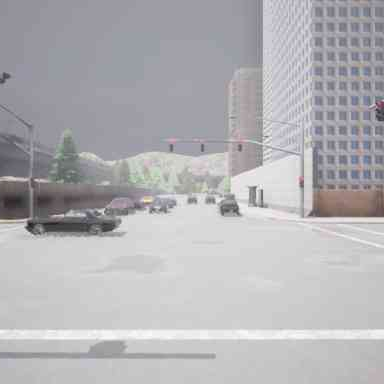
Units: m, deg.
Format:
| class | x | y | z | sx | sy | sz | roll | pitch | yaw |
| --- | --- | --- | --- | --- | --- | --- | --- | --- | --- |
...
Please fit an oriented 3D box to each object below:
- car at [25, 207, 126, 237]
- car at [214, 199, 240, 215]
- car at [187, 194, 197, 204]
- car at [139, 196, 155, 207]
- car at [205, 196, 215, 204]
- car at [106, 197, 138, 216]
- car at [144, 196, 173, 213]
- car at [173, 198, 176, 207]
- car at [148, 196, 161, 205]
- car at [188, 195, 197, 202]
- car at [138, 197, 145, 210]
| class | x | y | z | sx | sy | sz | roll | pitch | yaw |
| --- | --- | --- | --- | --- | --- | --- | --- | --- | --- |
| car | -6.210 | 1.624 | 17.680 | 4.718 | 1.301 | 1.895 | 0 | 0 | 0 |
| car | 3.652 | 1.504 | 33.575 | 1.837 | 1.490 | 4.892 | 0 | 0 | -1 |
| car | 0.068 | 1.478 | 64.285 | 1.882 | 1.535 | 5.008 | 0 | 0 | 0 |
| car | -7.032 | 1.478 | 52.218 | 1.882 | 1.535 | 5.008 | 0 | 0 | 0 |
| car | 3.568 | 1.505 | 64.281 | 1.837 | 1.490 | 4.892 | 0 | 0 | 0 |
| car | -7.059 | 1.352 | 32.911 | 2.097 | 1.767 | 4.553 | 0 | 0 | 0 |
| car | -3.550 | 1.492 | 36.497 | 2.128 | 1.511 | 4.902 | 0 | 0 | 0 |
| car | -3.550 | 1.564 | 45.416 | 1.994 | 1.385 | 4.181 | 0 | 0 | -1 |
| car | -6.993 | 1.478 | 62.286 | 1.882 | 1.535 | 5.008 | 0 | 0 | 1 |
| car | 0.078 | 1.328 | 74.507 | 1.837 | 1.490 | 4.892 | 0 | 0 | 0 |
| car | -7.049 | 1.601 | 41.897 | 1.895 | 1.301 | 4.718 | 0 | 0 | 0 |
